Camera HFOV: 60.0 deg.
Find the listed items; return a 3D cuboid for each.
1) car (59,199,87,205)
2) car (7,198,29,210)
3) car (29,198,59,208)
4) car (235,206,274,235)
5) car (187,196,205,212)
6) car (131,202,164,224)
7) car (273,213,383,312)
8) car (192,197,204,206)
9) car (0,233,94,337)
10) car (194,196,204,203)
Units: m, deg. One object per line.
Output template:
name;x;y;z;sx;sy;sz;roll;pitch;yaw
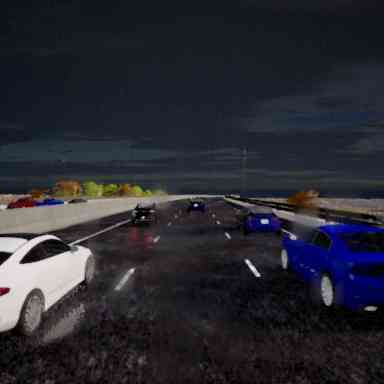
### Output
car;-13.566;1.547;39.437;1.812;1.442;4.674;0;0;2
car;-20.527;1.499;40.670;1.882;1.535;5.008;0;0;2
car;-17.048;1.499;40.007;1.882;1.535;5.008;0;0;2
car;3.613;1.506;18.776;2.163;1.488;4.792;0;0;1
car;0.496;1.530;39.162;2.163;1.488;4.792;0;0;1
car;-3.202;1.496;24.439;2.128;1.511;4.902;0;0;1
car;3.521;1.477;7.823;1.882;1.535;5.008;0;0;0
car;1.053;1.627;55.924;1.994;1.385;4.181;0;0;2
car;-3.377;1.523;6.502;1.812;1.442;4.674;0;0;0
car;1.628;1.645;73.753;2.128;1.511;4.902;0;0;3
